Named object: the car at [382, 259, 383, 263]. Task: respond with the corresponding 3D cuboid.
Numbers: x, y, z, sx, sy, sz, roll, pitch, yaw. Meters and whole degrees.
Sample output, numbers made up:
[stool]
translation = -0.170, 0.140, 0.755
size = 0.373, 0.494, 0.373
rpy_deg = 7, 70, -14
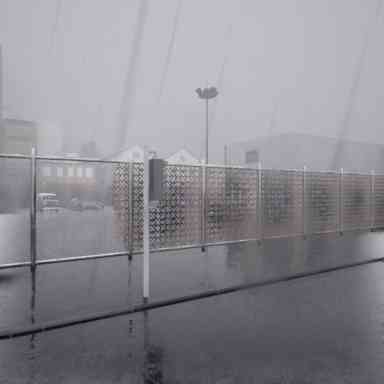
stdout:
[car]
translation = 7.750, 1.552, 9.590
size = 5.357, 1.411, 2.033
rpy_deg = 0, 0, -33
